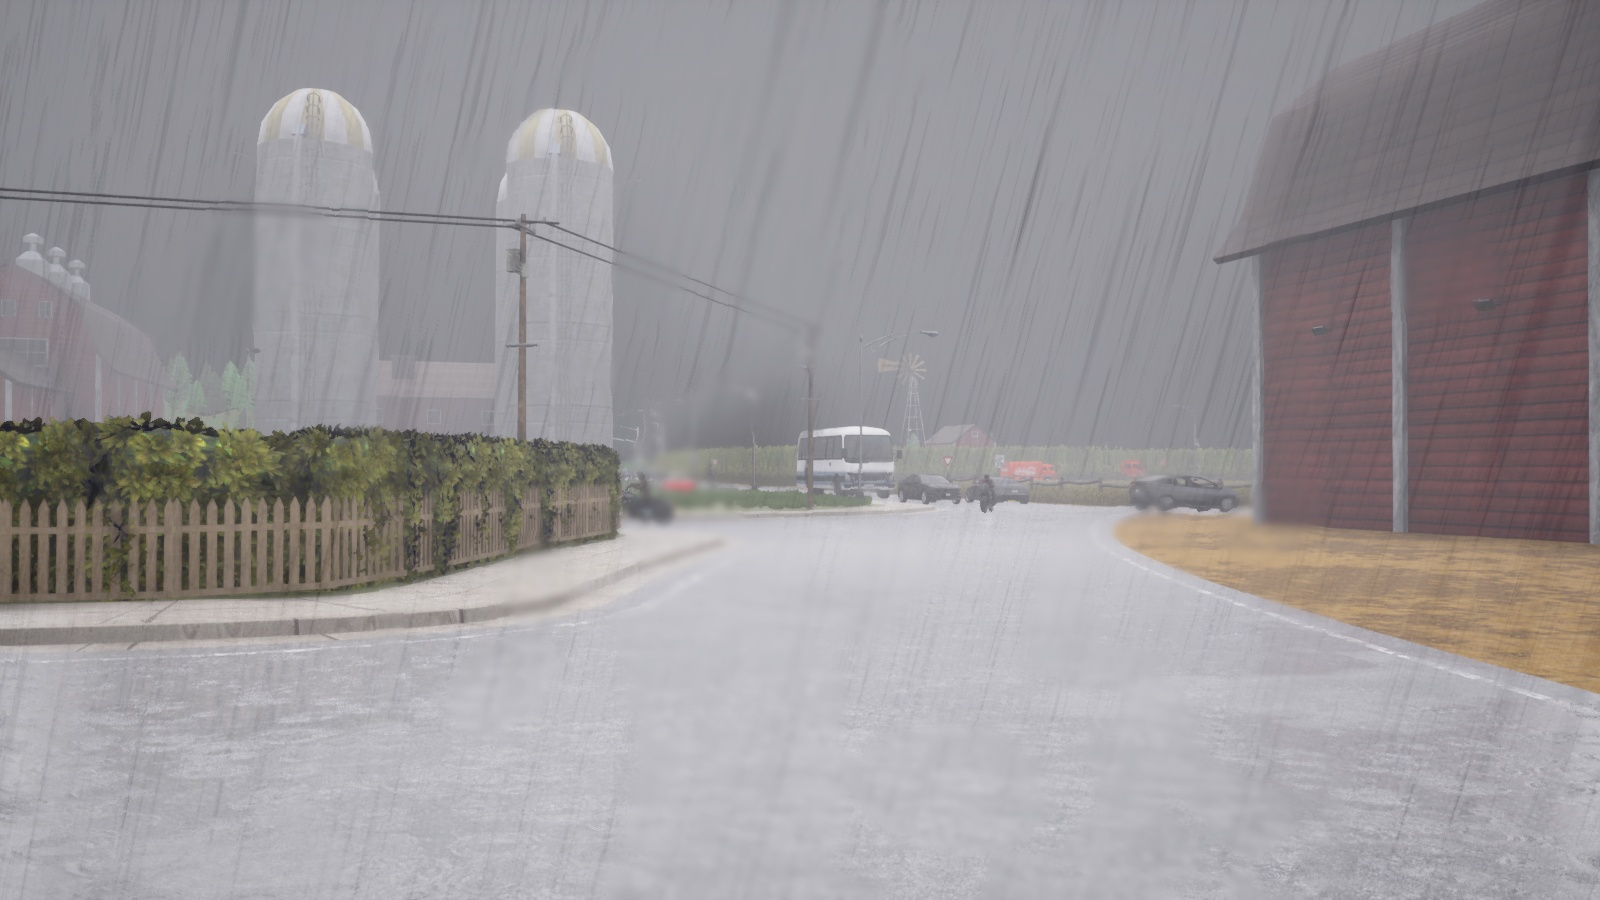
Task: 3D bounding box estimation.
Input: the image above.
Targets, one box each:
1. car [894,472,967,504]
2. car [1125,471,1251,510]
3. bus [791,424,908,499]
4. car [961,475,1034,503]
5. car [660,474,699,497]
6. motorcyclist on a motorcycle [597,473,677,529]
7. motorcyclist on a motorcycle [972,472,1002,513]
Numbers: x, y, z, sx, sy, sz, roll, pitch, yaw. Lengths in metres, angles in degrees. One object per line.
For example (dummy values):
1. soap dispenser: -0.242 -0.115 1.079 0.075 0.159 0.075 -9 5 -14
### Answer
1. car: 6.552 1.890 63.757 1.882 1.535 5.008 0 -1 -17
2. car: 15.732 1.629 50.929 4.514 1.525 2.007 0 -1 -17
3. bus: 2.820 0.731 76.197 3.944 4.253 10.273 0 -1 -17
4. car: 10.056 1.968 64.246 1.994 1.385 4.181 0 -1 -18
5. car: -7.656 2.262 80.008 2.207 1.376 1.481 0 -1 -17
6. motorcyclist on a motorcycle: -4.969 1.548 38.340 2.350 1.649 0.766 0 -1 -3
7. motorcyclist on a motorcycle: 7.309 1.646 49.043 0.797 1.523 2.044 -1 -1 19
